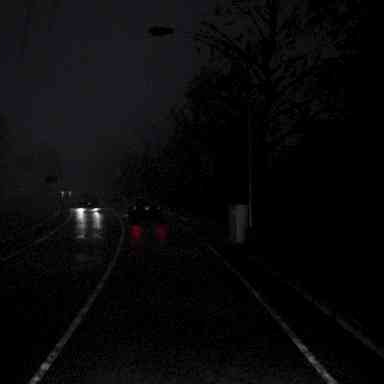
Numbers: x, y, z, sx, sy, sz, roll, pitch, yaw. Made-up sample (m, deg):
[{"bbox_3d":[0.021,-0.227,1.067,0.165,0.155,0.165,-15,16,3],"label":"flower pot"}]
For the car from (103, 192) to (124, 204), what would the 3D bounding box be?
[{"bbox_3d":[-9.818,0.657,41.594,2.033,1.411,5.357,1,2,-23],"label":"car"}]

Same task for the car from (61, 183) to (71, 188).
[{"bbox_3d":[-27.504,-1.155,72.424,1.812,1.442,4.674,1,2,-24],"label":"car"}]

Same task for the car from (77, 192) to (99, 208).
[{"bbox_3d":[-10.874,0.781,34.562,1.837,1.490,4.892,1,2,-22],"label":"car"}]

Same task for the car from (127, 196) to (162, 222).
[{"bbox_3d":[-3.506,1.077,24.099,2.097,1.767,4.553,1,1,-15],"label":"car"}]
